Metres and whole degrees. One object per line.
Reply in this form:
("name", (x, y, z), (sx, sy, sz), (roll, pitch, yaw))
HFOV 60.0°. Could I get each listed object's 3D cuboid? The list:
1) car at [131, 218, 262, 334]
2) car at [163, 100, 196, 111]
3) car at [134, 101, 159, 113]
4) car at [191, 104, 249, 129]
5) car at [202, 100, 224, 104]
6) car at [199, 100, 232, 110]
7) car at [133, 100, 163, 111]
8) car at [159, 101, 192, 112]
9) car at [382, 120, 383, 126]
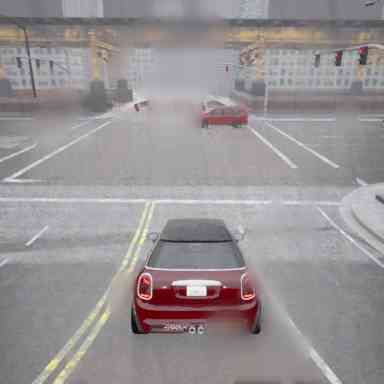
("car", (0.078, 1.344, 7.142), (2.097, 1.767, 4.553), (0, 5, 0))
("car", (-1.824, -12.803, 49.074), (4.536, 1.218, 1.853), (-13, 23, -33))
("car", (-6.474, -12.675, 49.181), (4.974, 1.542, 2.038), (18, 26, 42))
("car", (2.982, -7.593, 33.963), (5.566, 2.045, 2.150), (1, 19, 1))
("car", (3.516, -12.865, 49.733), (4.974, 1.542, 2.038), (11, 22, 28))
("car", (3.471, -13.022, 49.706), (4.536, 1.218, 1.853), (11, 22, 28))
("car", (-6.511, -12.836, 49.163), (4.536, 1.218, 1.853), (18, 26, 42))
("car", (-1.866, -12.644, 49.097), (4.974, 1.542, 2.038), (-13, 23, -33))
("car", (21.863, -7.331, 33.619), (4.553, 1.767, 2.097), (0, 19, 1))
